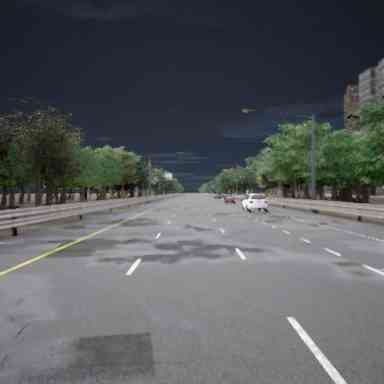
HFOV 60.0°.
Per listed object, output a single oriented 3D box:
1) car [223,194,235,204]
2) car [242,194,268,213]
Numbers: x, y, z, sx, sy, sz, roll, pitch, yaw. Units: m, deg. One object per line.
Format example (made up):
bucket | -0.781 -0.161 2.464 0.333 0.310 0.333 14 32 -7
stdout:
car | 7.154 1.529 64.719 1.812 1.442 4.674 0 0 0
car | 7.073 1.226 37.697 2.150 2.045 5.566 0 0 0
